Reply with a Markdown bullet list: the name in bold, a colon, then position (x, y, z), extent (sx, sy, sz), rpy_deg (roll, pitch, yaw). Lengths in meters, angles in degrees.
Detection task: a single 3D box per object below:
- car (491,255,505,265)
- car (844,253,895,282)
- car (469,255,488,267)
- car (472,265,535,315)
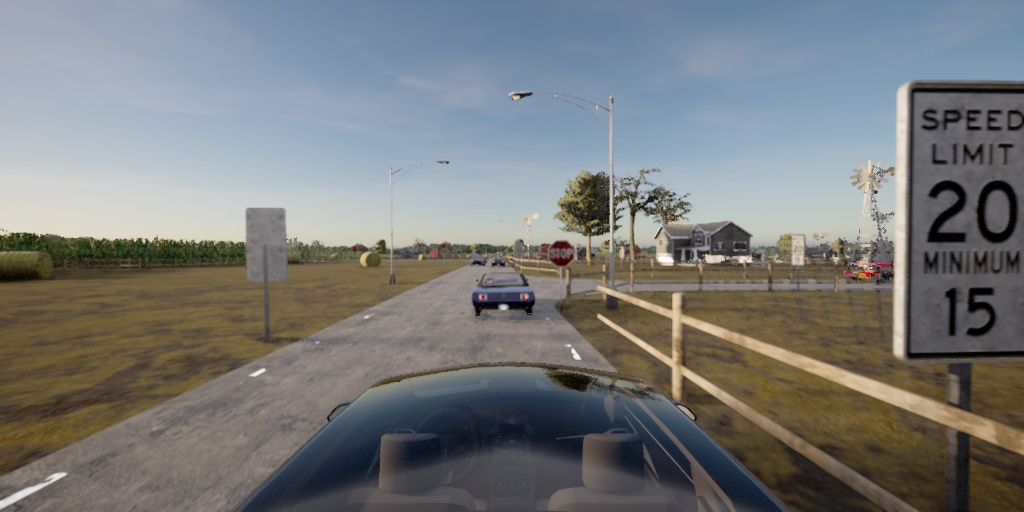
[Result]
- **car**: position (-1.954, 0.827, 50.705), extent (1.895, 1.301, 4.718), rpy_deg (0, 0, -2)
- **car**: position (26.182, 0.796, 24.614), extent (5.566, 2.045, 2.150), rpy_deg (0, 1, -3)
- **car**: position (-4.890, 0.601, 50.927), extent (2.097, 1.767, 4.553), rpy_deg (0, 0, -2)
- **car**: position (-0.330, 1.180, 12.653), extent (1.895, 1.301, 4.718), rpy_deg (0, 1, -2)
